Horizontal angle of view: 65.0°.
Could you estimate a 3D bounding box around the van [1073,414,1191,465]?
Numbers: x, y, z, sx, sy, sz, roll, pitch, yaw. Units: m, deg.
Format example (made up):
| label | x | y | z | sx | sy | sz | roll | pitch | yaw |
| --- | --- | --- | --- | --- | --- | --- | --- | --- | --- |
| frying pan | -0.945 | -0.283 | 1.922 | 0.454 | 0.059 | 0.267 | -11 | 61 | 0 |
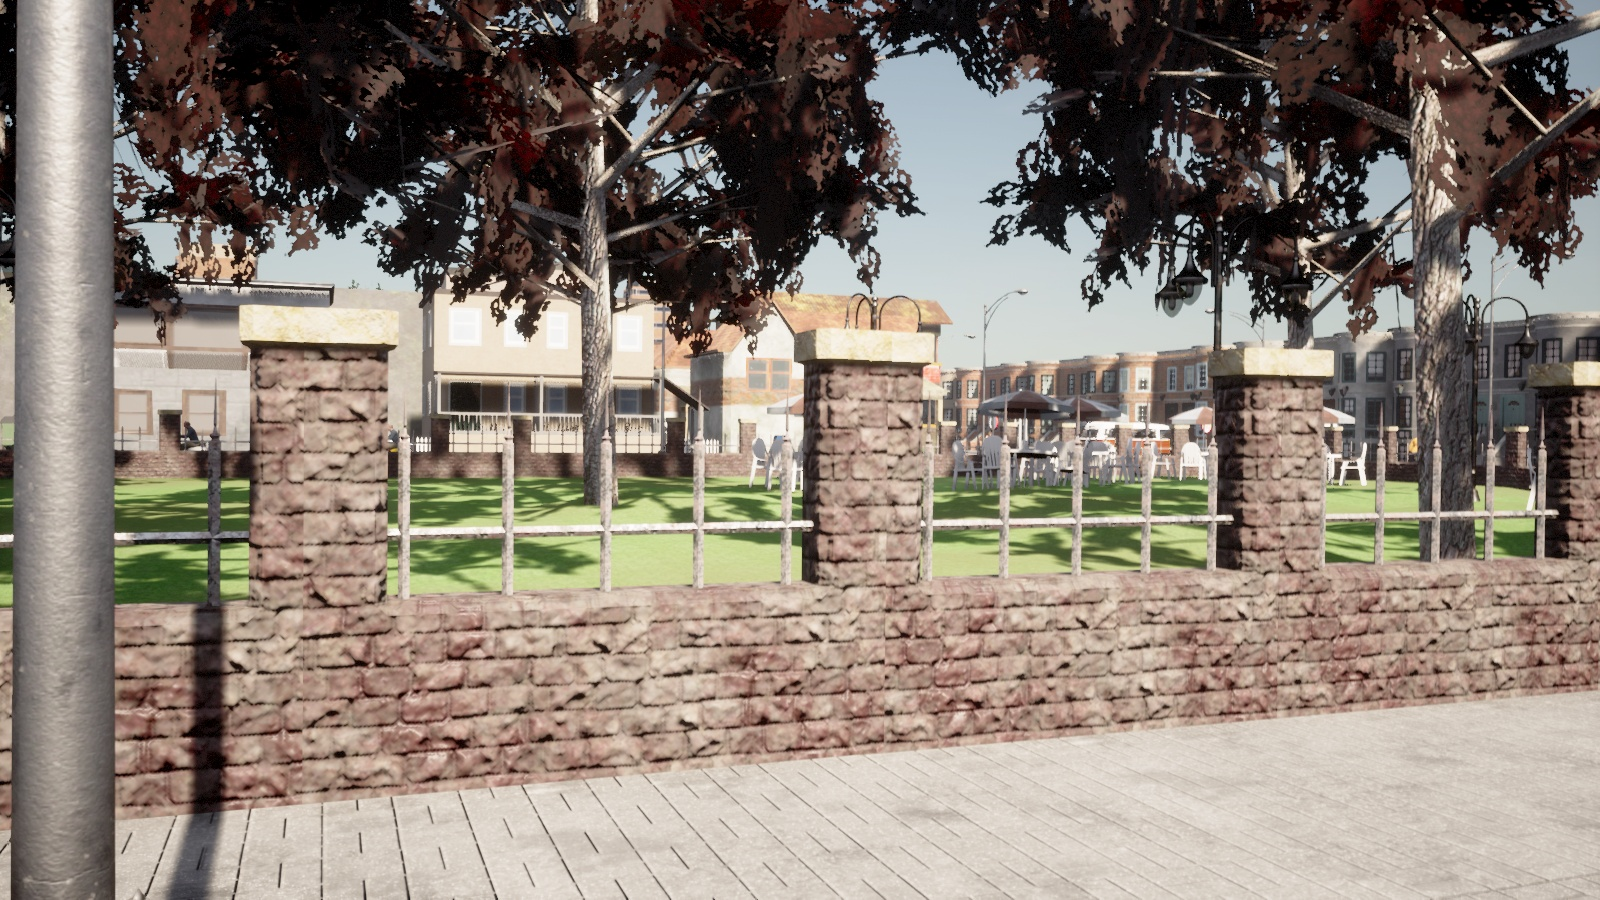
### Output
| label | x | y | z | sx | sy | sz | roll | pitch | yaw |
| --- | --- | --- | --- | --- | --- | --- | --- | --- | --- |
| van | 14.071 | -0.462 | 53.221 | 4.480 | 2.038 | 2.069 | -1 | 1 | -21 |
